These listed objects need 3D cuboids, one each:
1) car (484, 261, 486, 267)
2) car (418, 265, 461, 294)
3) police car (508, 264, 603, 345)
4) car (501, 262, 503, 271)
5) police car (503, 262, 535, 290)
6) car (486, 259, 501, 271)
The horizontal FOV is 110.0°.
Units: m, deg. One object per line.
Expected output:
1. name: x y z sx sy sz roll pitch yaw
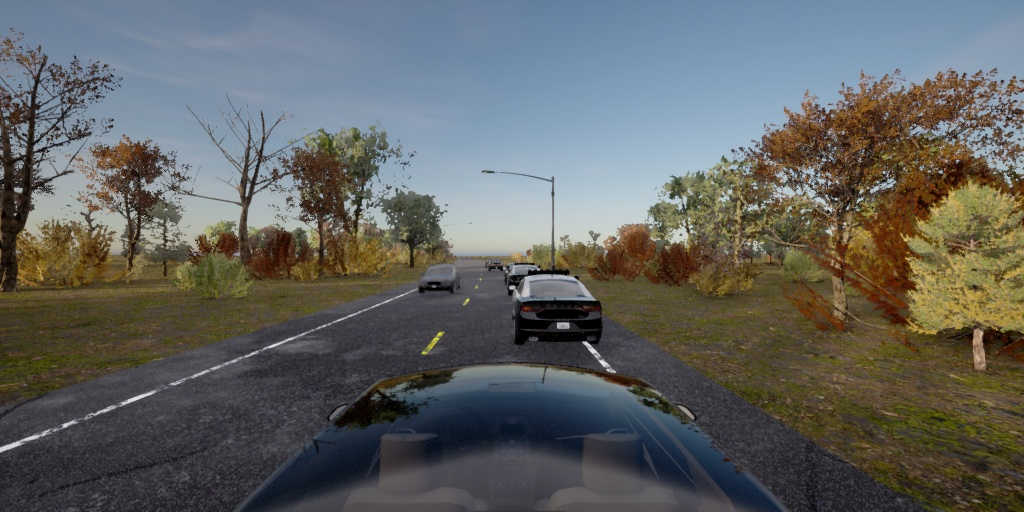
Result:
1. car: -3.535 1.209 60.211 2.128 1.511 4.902 0 0 -7
2. car: -3.949 1.249 20.125 1.837 1.490 4.892 0 0 -2
3. police car: 0.967 1.174 9.681 1.930 1.638 5.238 0 0 -1
4. car: 0.405 1.217 25.650 1.882 1.535 5.008 0 0 -3
5. police car: 0.674 1.170 19.732 1.930 1.638 5.238 0 0 -2
6. car: -2.184 1.234 47.321 1.837 1.490 4.892 0 0 -5
